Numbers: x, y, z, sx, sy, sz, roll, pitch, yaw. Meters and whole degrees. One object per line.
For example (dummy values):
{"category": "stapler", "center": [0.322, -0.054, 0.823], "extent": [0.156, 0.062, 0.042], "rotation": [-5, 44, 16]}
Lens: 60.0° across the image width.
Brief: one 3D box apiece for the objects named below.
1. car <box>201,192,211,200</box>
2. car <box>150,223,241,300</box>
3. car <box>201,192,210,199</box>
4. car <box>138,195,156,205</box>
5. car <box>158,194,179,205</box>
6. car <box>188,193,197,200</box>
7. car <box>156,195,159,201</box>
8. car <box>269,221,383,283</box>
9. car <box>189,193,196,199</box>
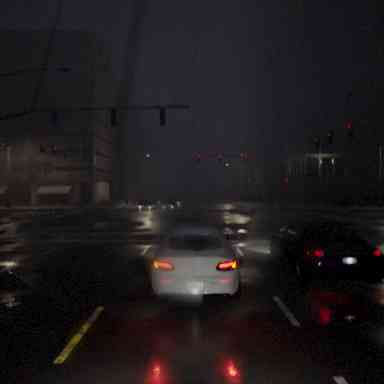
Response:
{"category": "car", "center": [3.531, 1.149, 78.440], "extent": [1.994, 1.385, 4.181], "rotation": [0, 0, 0]}
{"category": "car", "center": [0.073, 1.484, 8.175], "extent": [1.812, 1.442, 4.674], "rotation": [0, 0, 0]}
{"category": "car", "center": [3.534, 0.876, 86.964], "extent": [2.097, 1.767, 4.553], "rotation": [0, 0, 0]}
{"category": "car", "center": [-7.059, 1.265, 51.416], "extent": [1.812, 1.442, 4.674], "rotation": [0, 0, 0]}
{"category": "car", "center": [-3.562, 1.287, 51.306], "extent": [2.033, 1.411, 5.357], "rotation": [0, 0, 0]}
{"category": "car", "center": [0.030, 1.124, 77.884], "extent": [2.128, 1.511, 4.902], "rotation": [0, 0, 0]}
{"category": "car", "center": [-6.988, 1.208, 66.969], "extent": [2.033, 1.411, 5.357], "rotation": [0, 0, 0]}
{"category": "car", "center": [3.582, 1.515, 9.543], "extent": [1.994, 1.385, 4.181], "rotation": [0, 0, 0]}
{"category": "car", "center": [0.034, 1.052, 87.211], "extent": [1.812, 1.442, 4.674], "rotation": [0, 0, 0]}
